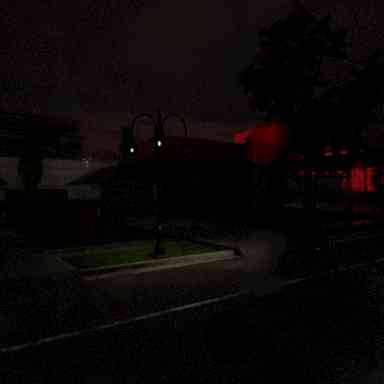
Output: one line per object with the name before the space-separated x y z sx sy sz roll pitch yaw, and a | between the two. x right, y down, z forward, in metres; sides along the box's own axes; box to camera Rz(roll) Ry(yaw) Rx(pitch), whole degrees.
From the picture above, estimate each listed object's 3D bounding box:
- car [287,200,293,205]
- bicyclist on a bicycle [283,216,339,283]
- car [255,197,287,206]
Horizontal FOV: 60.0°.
car | 14.840 1.545 57.522 2.033 1.411 5.357 0 0 -33
bicyclist on a bicycle | 2.992 1.455 8.570 0.582 1.620 1.656 0 -2 -35
car | 12.654 1.600 54.465 1.895 1.301 4.718 0 0 -33
